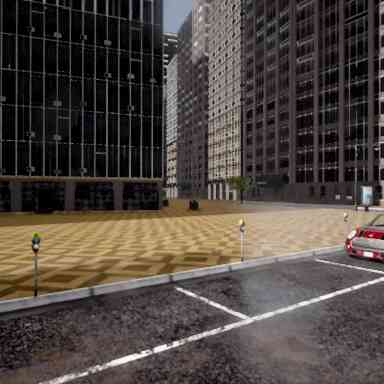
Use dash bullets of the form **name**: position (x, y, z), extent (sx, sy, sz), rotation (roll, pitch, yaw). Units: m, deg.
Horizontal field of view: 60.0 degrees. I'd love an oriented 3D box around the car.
- **car**: position (7.206, 1.450, 11.692), extent (4.097, 1.590, 1.967), rotation (0, 0, -35)
